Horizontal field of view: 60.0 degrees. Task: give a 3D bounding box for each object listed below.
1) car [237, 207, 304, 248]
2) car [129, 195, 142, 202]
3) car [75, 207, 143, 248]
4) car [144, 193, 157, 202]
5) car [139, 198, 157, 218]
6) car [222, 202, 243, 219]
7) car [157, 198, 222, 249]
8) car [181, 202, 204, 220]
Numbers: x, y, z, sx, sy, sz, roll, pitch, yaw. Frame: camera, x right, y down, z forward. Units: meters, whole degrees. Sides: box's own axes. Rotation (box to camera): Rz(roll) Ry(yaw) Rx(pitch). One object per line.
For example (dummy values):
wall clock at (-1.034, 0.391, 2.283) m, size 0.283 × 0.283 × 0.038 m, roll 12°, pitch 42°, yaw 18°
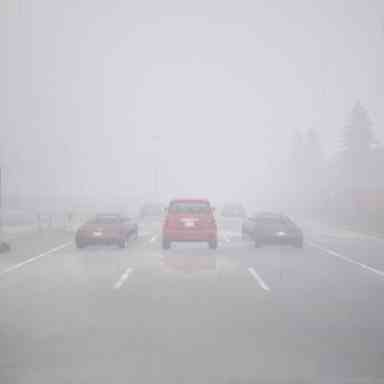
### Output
car at (3.401, 1.570, 14.712) m, size 1.994 × 1.385 × 4.181 m, roll 0°, pitch 0°, yaw 0°
car at (-12.818, 1.470, 75.762) m, size 2.128 × 1.511 × 4.902 m, roll 0°, pitch 0°, yaw 1°
car at (-3.599, 1.569, 14.676) m, size 1.994 × 1.385 × 4.181 m, roll 0°, pitch 0°, yaw 0°
car at (-9.320, 1.170, 75.651) m, size 2.150 × 2.045 × 5.566 m, roll 0°, pitch 0°, yaw 1°
car at (-3.392, 1.492, 29.526) m, size 2.128 × 1.511 × 4.902 m, roll 0°, pitch 0°, yaw 1°
car at (3.606, 1.570, 29.363) m, size 1.994 × 1.385 × 4.181 m, roll 0°, pitch 0°, yaw 1°
car at (-0.099, 1.255, 14.724) m, size 2.150 × 2.045 × 5.566 m, roll 0°, pitch 0°, yaw 0°
car at (0.108, 1.614, 29.475) m, size 1.895 × 1.301 × 4.718 m, roll 0°, pitch 0°, yaw 1°
